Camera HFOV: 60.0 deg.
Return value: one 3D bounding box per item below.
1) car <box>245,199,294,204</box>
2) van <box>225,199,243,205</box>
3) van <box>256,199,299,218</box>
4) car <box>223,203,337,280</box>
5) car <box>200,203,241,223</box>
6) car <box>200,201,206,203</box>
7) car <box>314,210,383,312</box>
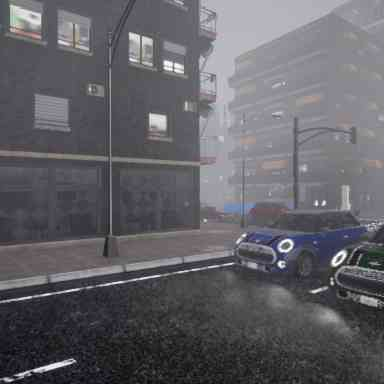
[{"bbox_3d":[6.682,1.574,26.417,2.097,1.767,4.553,0,-1,-36],"label":"car"},{"bbox_3d":[5.297,1.676,38.079,1.690,1.788,3.998,-1,0,-36],"label":"van"},{"bbox_3d":[8.603,1.602,33.556,1.690,1.788,3.998,-1,0,-36],"label":"van"},{"bbox_3d":[3.435,1.351,10.107,4.553,1.767,2.097,0,0,-35],"label":"car"},{"bbox_3d":[1.852,1.874,28.654,1.802,1.307,4.206,-1,0,-36],"label":"car"},{"bbox_3d":[0.695,1.707,34.586,2.097,1.767,4.553,0,-1,-36],"label":"car"},{"bbox_3d":[4.983,1.352,7.220,4.553,1.767,2.097,0,0,-35],"label":"car"}]
